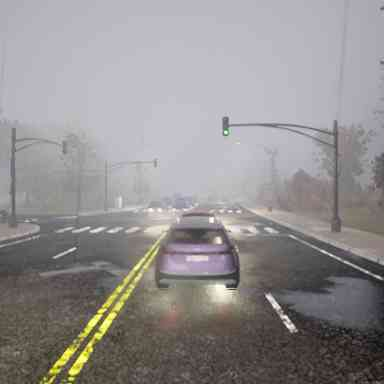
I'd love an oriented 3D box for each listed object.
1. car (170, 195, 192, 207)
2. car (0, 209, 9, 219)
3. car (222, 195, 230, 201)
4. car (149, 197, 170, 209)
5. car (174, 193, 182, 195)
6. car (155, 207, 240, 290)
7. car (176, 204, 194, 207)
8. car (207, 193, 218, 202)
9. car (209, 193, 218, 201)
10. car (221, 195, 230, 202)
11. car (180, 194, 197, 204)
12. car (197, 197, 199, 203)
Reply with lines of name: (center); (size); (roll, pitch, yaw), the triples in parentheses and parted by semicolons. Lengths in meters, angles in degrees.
car: (-1.575, 1.541, 48.022); (1.882, 1.535, 5.008); (0, 0, 4)
car: (-18.917, 1.831, 29.661); (4.718, 1.301, 1.895); (-1, -1, 9)
car: (8.907, 1.516, 87.327); (1.837, 1.490, 4.892); (0, 0, 7)
car: (-4.867, 1.630, 47.355); (1.994, 1.385, 4.181); (0, 0, 5)
car: (-2.949, 1.285, 69.343); (2.150, 2.045, 5.566); (0, 0, 6)
car: (0.137, 1.455, 9.206); (2.033, 1.649, 4.856); (0, 0, 0)
car: (0.269, 1.510, 14.141); (1.882, 1.535, 5.008); (0, 0, 2)
car: (4.491, 1.597, 77.830); (1.994, 1.385, 4.181); (0, 0, 6)
car: (5.686, 1.245, 87.760); (2.150, 2.045, 5.566); (0, 0, 7)
car: (7.682, 1.636, 77.108); (1.895, 1.301, 4.718); (0, 0, 6)
car: (-0.751, 1.543, 58.464); (1.882, 1.535, 5.008); (0, 0, 5)
car: (0.306, 1.537, 69.224); (1.882, 1.535, 5.008); (0, 0, 6)
